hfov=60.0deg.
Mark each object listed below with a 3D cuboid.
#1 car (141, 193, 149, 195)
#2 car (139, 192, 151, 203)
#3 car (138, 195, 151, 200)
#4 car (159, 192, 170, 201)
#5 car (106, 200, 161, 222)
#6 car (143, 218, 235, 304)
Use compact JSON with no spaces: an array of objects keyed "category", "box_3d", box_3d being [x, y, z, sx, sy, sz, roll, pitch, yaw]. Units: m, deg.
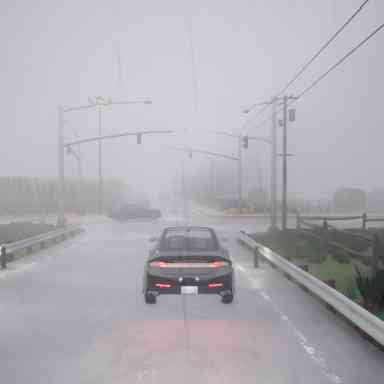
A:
[{"category":"car","box_3d":[-7.385,1.303,51.484,1.812,1.442,4.674,0,1,-7]},{"category":"car","box_3d":[-8.637,0.955,61.523,2.097,1.767,4.553,0,1,-7]},{"category":"car","box_3d":[-6.321,1.490,42.886,1.994,1.385,4.181,0,1,-7]},{"category":"car","box_3d":[-5.631,0.850,67.575,2.097,1.767,4.553,0,1,-5]},{"category":"car","box_3d":[-4.924,1.703,28.395,4.674,1.442,1.812,-1,2,-27]},{"category":"car","box_3d":[-0.090,1.617,8.408,2.128,1.511,4.902,0,-2,-1]}]
